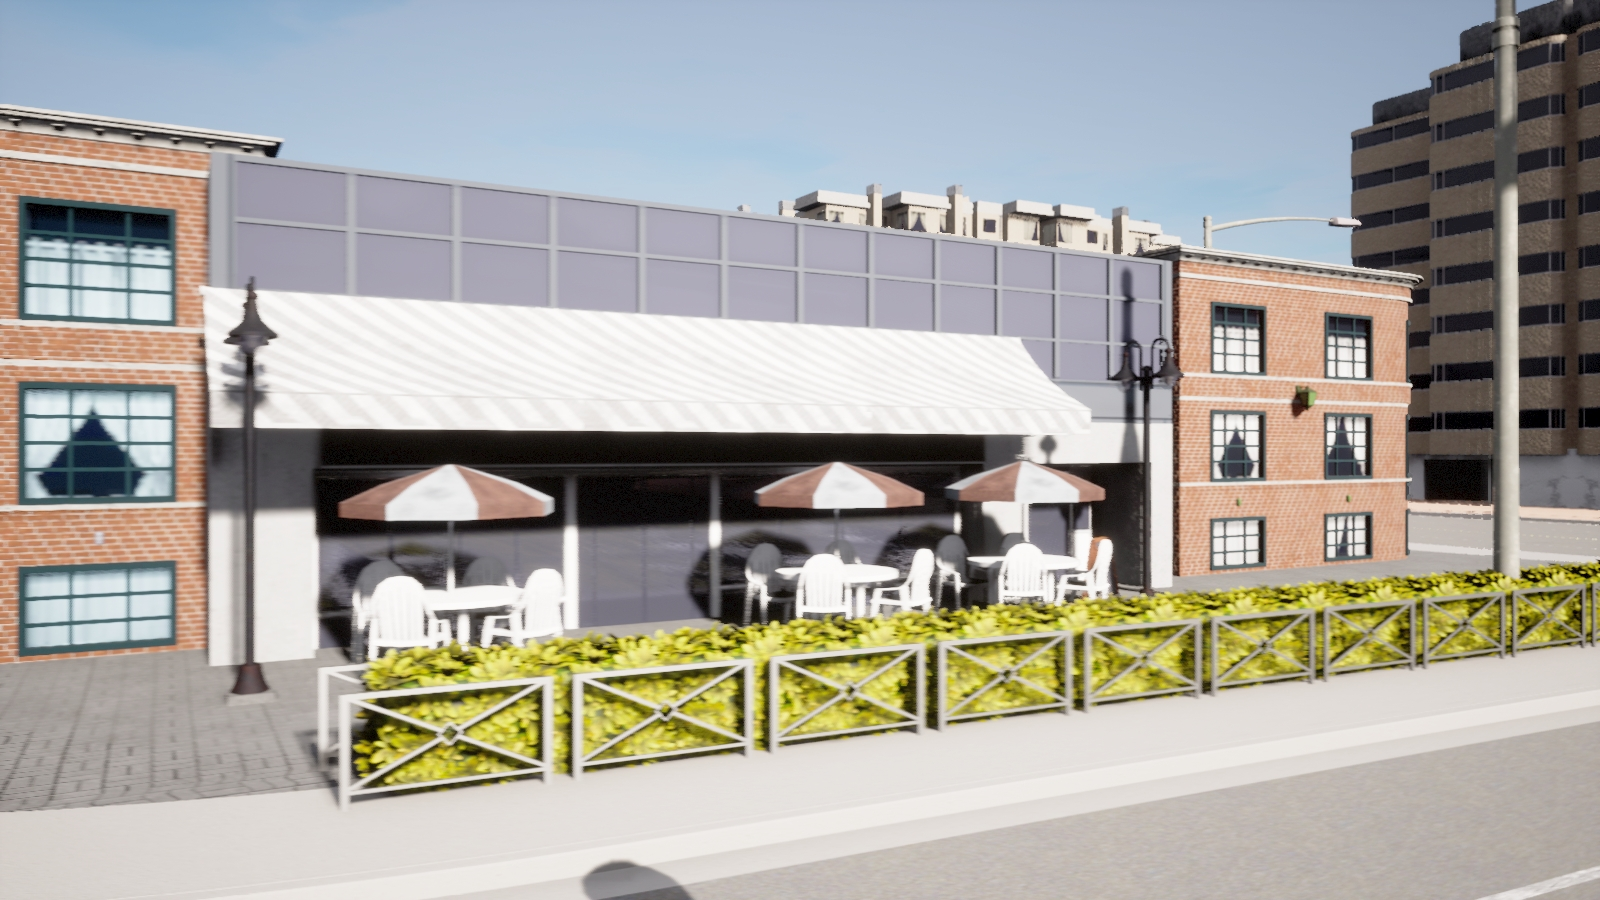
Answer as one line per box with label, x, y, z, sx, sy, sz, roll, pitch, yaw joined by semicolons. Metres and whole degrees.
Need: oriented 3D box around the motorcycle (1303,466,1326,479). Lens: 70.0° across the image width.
motorcycle;50.171;2.209;111.313;2.356;1.277;0.764;0;0;-28
